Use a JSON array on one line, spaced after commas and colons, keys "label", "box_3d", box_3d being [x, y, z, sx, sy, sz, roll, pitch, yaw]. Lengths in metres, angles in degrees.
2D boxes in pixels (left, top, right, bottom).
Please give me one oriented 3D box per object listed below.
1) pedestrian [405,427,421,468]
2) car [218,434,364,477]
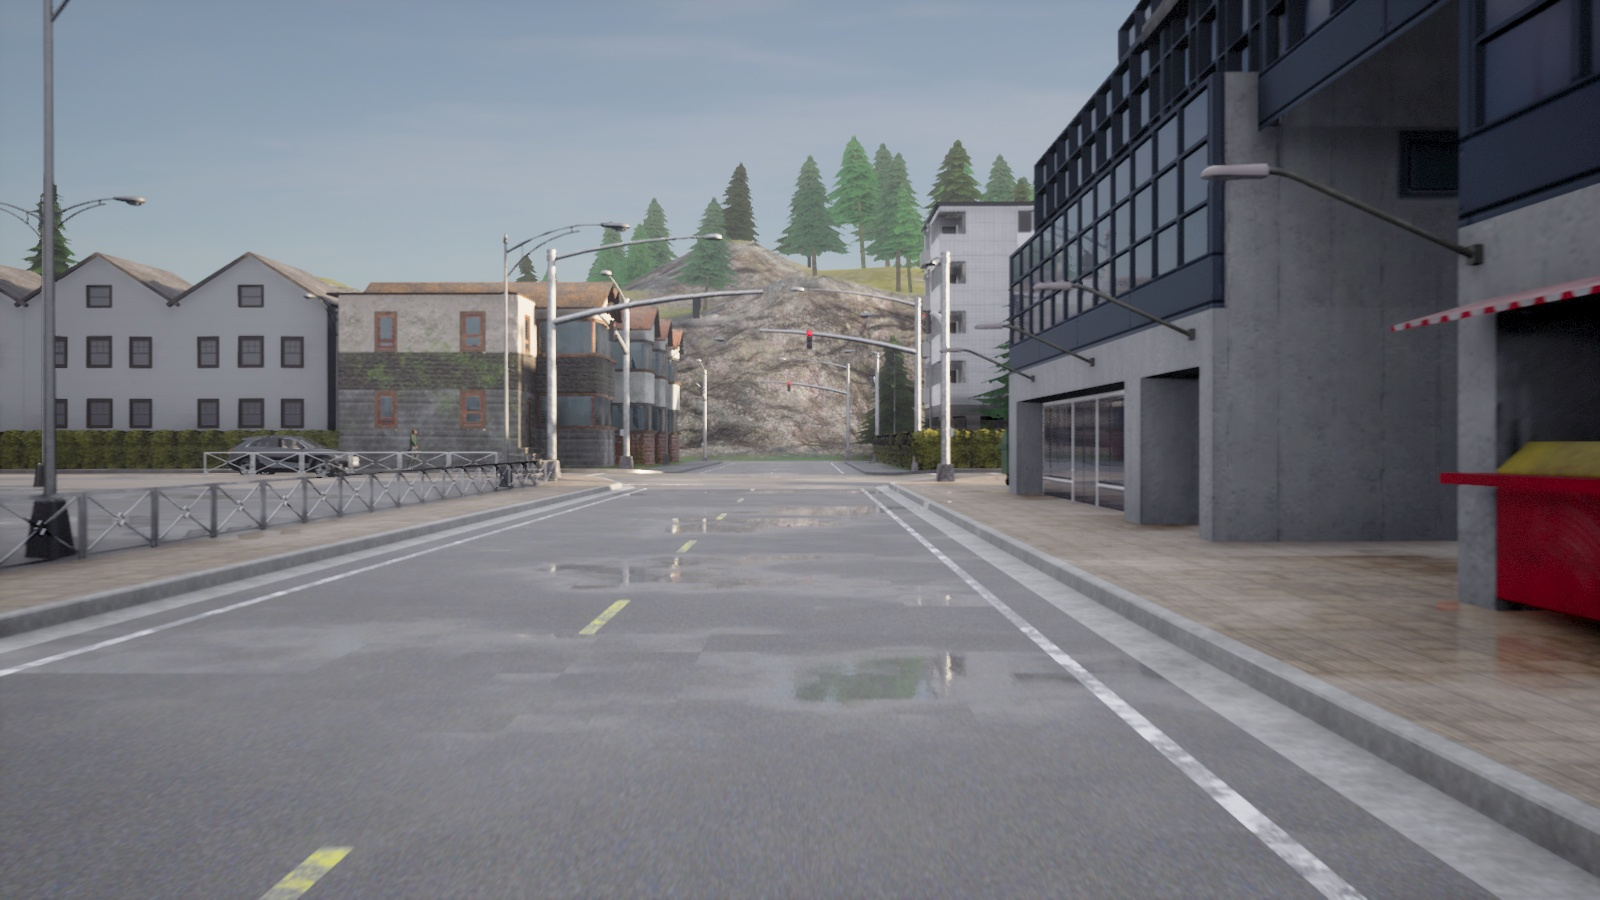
[{"label": "pedestrian", "box_3d": [-17.361, -0.105, 56.396, 0.614, 1.847, 0.353, 0, 0, 0]}, {"label": "car", "box_3d": [-19.725, 0.209, 48.844, 4.856, 1.649, 2.033, 0, 0, 0]}]
